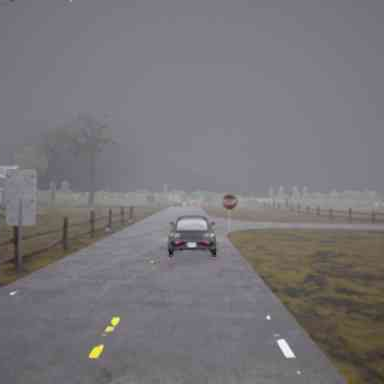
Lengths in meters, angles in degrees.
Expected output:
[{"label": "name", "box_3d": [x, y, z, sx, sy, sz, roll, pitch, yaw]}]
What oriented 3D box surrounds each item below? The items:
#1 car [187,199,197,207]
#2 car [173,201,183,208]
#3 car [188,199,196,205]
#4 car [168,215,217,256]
[{"label": "car", "box_3d": [-0.034, 2.346, 74.068, 2.097, 1.767, 4.553, 0, -1, 0]}, {"label": "car", "box_3d": [-2.784, 2.433, 67.320, 2.033, 1.411, 5.357, 0, -1, 0]}, {"label": "car", "box_3d": [-0.039, 2.505, 84.035, 1.882, 1.535, 5.008, 0, -1, 0]}, {"label": "car", "box_3d": [0.018, 1.678, 13.779, 1.812, 1.442, 4.674, 0, -1, 0]}]
